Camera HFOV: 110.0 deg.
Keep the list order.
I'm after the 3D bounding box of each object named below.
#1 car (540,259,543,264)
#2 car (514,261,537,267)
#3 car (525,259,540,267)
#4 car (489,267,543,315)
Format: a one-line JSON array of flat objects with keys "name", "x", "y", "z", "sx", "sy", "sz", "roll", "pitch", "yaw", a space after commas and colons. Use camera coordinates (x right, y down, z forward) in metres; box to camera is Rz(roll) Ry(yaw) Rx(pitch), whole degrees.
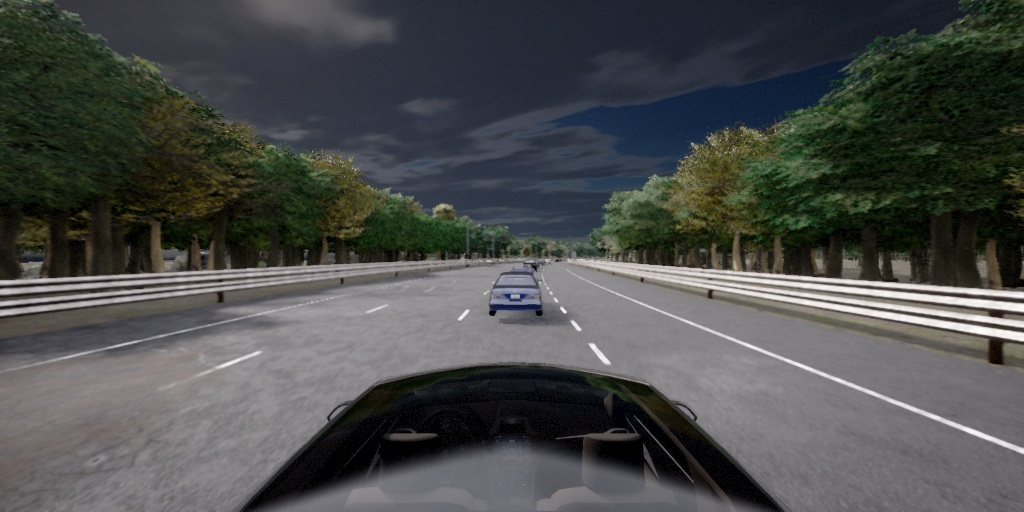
[{"name": "car", "x": 3.677, "y": 1.313, "z": 59.672, "sx": 1.812, "sy": 1.442, "sz": 4.674, "roll": 0, "pitch": 0, "yaw": 7}, {"name": "car", "x": 0.925, "y": 1.360, "z": 30.615, "sx": 1.895, "sy": 1.301, "sz": 4.718, "roll": 0, "pitch": 0, "yaw": 4}, {"name": "car", "x": 2.570, "y": 1.248, "z": 50.083, "sx": 1.882, "sy": 1.535, "sz": 5.008, "roll": 0, "pitch": 0, "yaw": 6}, {"name": "car", "x": 0.170, "y": 1.299, "z": 13.611, "sx": 2.033, "sy": 1.411, "sz": 5.357, "roll": 0, "pitch": 0, "yaw": 2}]
